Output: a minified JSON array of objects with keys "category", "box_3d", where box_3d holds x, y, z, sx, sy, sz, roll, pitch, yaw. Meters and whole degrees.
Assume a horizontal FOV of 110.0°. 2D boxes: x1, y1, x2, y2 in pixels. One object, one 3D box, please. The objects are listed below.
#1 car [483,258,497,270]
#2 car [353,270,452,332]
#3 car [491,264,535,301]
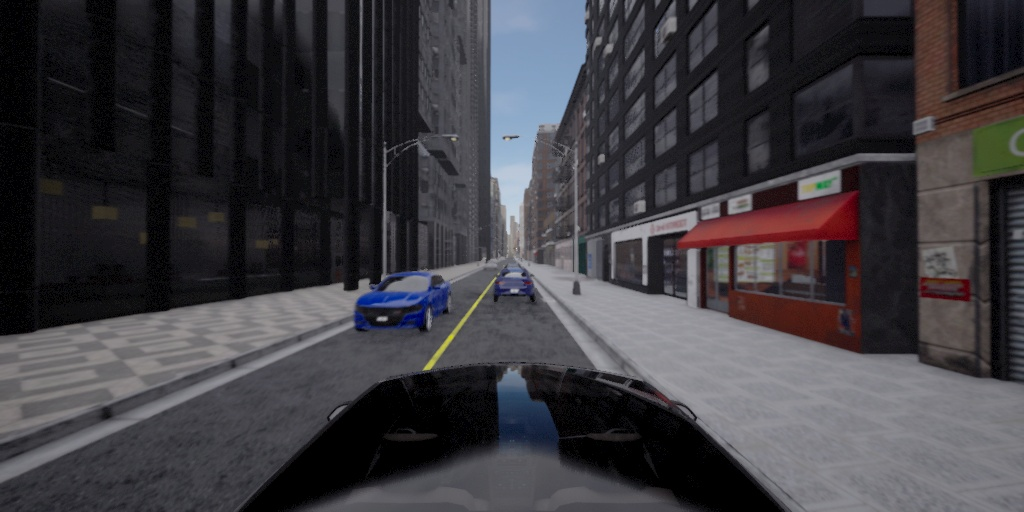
[{"category":"car","box_3d":[-3.089,1.390,51.711,1.895,1.301,4.718,0,0,0]},{"category":"car","box_3d":[-3.102,1.233,11.086,1.882,1.535,5.008,0,0,0]},{"category":"car","box_3d":[0.096,1.286,17.248,1.812,1.442,4.674,0,0,0]}]
